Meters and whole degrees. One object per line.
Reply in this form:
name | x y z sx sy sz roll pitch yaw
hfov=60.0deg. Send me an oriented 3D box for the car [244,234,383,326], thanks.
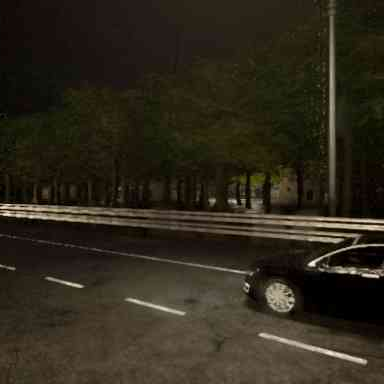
car | 3.296 1.507 5.817 4.892 1.490 1.837 0 0 35
